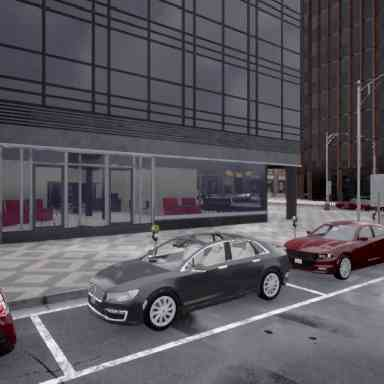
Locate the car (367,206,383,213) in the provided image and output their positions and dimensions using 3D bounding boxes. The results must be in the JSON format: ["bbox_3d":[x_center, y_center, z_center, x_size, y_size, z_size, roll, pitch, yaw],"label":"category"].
[{"bbox_3d":[9.026,1.441,13.106,4.097,1.590,1.967,0,0,-36],"label":"car"}]

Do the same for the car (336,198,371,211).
[{"bbox_3d":[16.464,1.306,31.794,1.895,1.301,4.718,0,1,-36],"label":"car"}]

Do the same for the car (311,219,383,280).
[{"bbox_3d":[4.586,1.545,9.933,4.507,1.381,1.887,0,0,-36],"label":"car"}]

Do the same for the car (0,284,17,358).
[{"bbox_3d":[-4.293,1.440,3.587,4.097,1.590,1.967,0,0,-36],"label":"car"}]

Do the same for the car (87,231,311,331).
[{"bbox_3d":[0.147,1.551,6.760,4.403,1.369,2.008,0,0,-36],"label":"car"}]
